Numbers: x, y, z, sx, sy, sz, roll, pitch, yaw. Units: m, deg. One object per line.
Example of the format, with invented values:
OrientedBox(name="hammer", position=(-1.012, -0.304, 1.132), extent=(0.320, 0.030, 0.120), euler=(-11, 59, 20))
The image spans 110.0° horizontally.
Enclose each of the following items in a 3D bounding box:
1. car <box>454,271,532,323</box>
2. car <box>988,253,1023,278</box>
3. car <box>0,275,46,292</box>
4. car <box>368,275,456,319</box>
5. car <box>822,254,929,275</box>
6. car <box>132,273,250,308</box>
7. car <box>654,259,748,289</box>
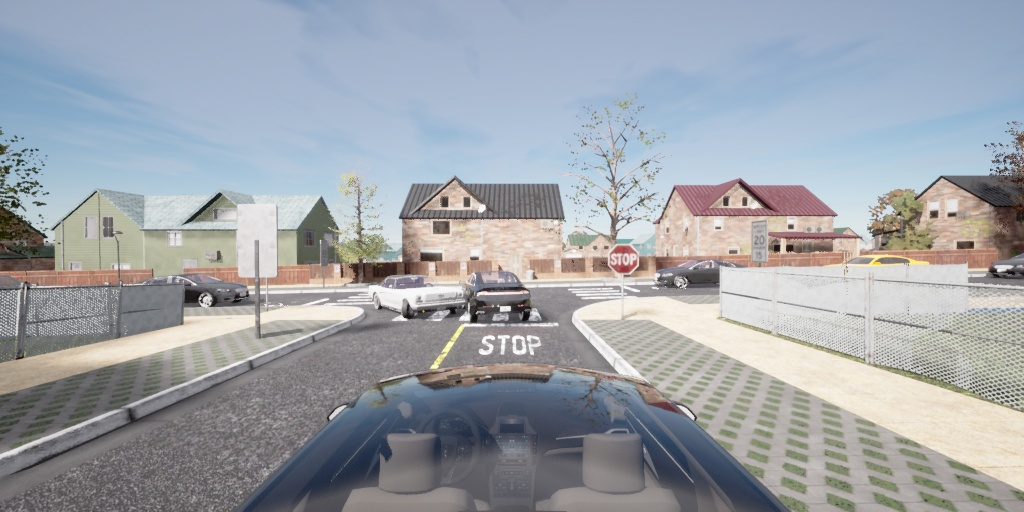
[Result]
OrientedBox(name="car", position=(-0.688, 1.243, 12.228), extent=(2.128, 1.511, 4.902), euler=(0, 0, -12))
OrientedBox(name="car", position=(29.383, 0.478, 19.713), extent=(4.902, 1.511, 2.128), euler=(-1, 1, 0))
OrientedBox(name="car", position=(-24.242, 1.648, 16.539), extent=(4.553, 1.767, 2.097), euler=(-1, 1, 0))
OrientedBox(name="car", position=(-3.604, 1.368, 13.087), extent=(1.895, 1.301, 4.718), euler=(0, 0, -38))
OrientedBox(name="car", position=(19.759, 0.691, 19.676), extent=(5.008, 1.535, 1.882), euler=(-1, 1, -1))
OrientedBox(name="car", position=(-14.904, 1.567, 16.581), extent=(4.902, 1.511, 2.128), euler=(-1, 1, 0))
OrientedBox(name="car", position=(10.328, 0.926, 19.638), extent=(4.902, 1.511, 2.128), euler=(-1, 1, 0))
